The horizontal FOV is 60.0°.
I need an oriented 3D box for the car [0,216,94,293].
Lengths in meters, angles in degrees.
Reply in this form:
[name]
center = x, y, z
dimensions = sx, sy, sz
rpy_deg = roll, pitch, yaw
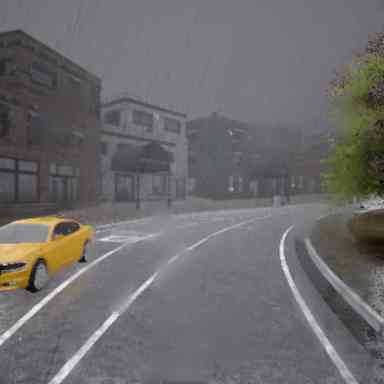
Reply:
[car]
center = -4.260, 1.474, 9.095
dimensions = 1.882, 1.535, 5.008
rpy_deg = 0, 0, 2
